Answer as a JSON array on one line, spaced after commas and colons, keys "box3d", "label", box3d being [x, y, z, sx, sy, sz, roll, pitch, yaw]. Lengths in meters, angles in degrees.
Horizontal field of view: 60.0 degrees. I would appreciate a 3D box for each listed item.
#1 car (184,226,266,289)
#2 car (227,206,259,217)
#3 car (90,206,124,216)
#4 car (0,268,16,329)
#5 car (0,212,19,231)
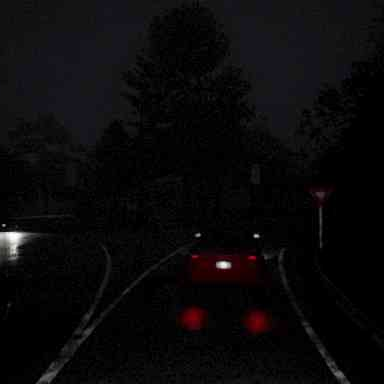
[{"box3d": [0.986, 1.670, 9.493, 1.994, 1.385, 4.181, 0, -1, 8], "label": "car"}, {"box3d": [7.356, 2.788, 48.717, 5.008, 1.535, 1.882, -2, -3, 42], "label": "car"}, {"box3d": [-12.625, 2.772, 49.619, 4.718, 1.301, 1.895, 0, -2, -33], "label": "car"}, {"box3d": [-3.963, 1.578, 4.101, 1.994, 1.385, 4.181, 0, -1, -4], "label": "car"}, {"box3d": [-14.033, 2.100, 23.748, 4.181, 1.385, 1.994, -2, -2, 43], "label": "car"}]
